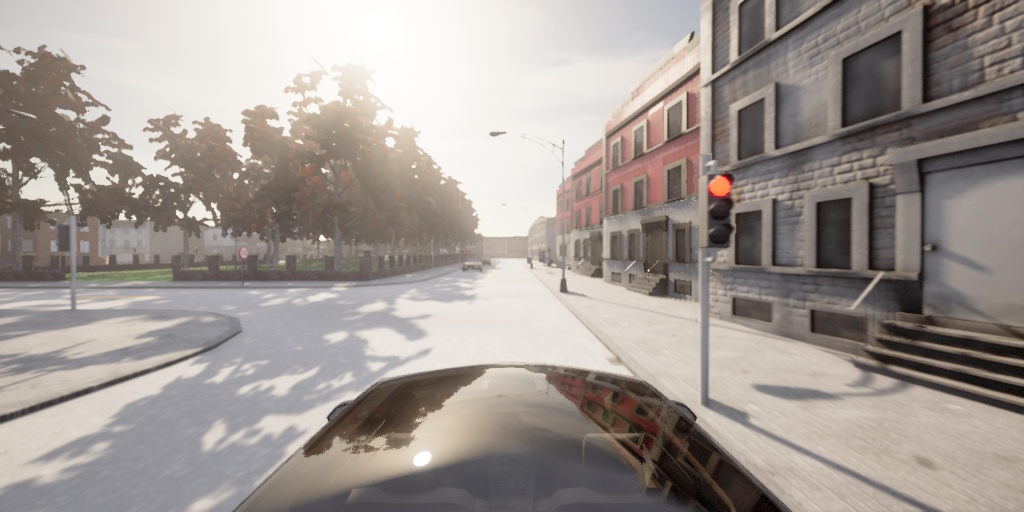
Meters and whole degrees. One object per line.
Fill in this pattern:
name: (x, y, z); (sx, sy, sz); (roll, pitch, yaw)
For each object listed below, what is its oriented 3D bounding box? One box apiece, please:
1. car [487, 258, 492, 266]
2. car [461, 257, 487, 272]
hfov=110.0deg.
car: (-4.144, 0.879, 55.520); (1.895, 1.301, 4.718); (0, 0, 0)
car: (-4.150, 0.994, 38.250); (1.994, 1.385, 4.181); (0, 1, 0)
